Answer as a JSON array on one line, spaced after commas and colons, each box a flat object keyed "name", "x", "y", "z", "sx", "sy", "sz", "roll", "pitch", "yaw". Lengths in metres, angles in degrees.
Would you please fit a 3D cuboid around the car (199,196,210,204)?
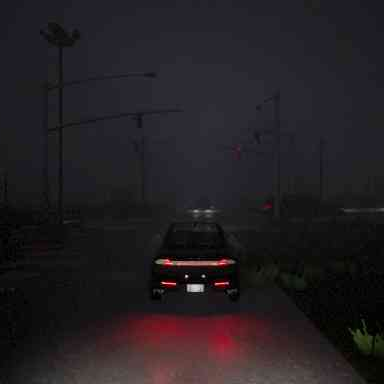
[{"name": "car", "x": 2.435, "y": 1.529, "z": 62.223, "sx": 1.994, "sy": 1.385, "sz": 4.181, "roll": 0, "pitch": 0, "yaw": 3}]

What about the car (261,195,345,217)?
[{"name": "car", "x": 7.679, "y": 1.212, "z": 23.234, "sx": 5.566, "sy": 2.045, "sz": 2.150, "roll": 0, "pitch": 0, "yaw": 4}]

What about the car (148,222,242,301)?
[{"name": "car", "x": 0.079, "y": 1.492, "z": 8.323, "sx": 2.128, "sy": 1.511, "sz": 4.902, "roll": 0, "pitch": 0, "yaw": 0}]

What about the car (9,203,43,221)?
[{"name": "car", "x": -12.989, "y": 1.526, "z": 24.046, "sx": 4.674, "sy": 1.442, "sz": 1.812, "roll": 0, "pitch": 0, "yaw": 1}]

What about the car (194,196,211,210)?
[{"name": "car", "x": 1.422, "y": 1.491, "z": 42.909, "sx": 1.812, "sy": 1.442, "sz": 4.674, "roll": 0, "pitch": 0, "yaw": 3}]

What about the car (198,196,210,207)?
[{"name": "car", "x": 1.893, "y": 1.443, "z": 52.116, "sx": 1.882, "sy": 1.535, "sz": 5.008, "roll": 0, "pitch": 0, "yaw": 3}]
